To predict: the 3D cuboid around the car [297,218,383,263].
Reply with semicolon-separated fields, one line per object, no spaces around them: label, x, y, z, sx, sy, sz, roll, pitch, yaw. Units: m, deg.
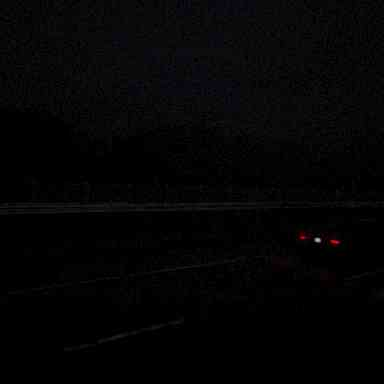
car;6.273;1.698;12.565;5.357;1.411;2.033;1;-1;-35
